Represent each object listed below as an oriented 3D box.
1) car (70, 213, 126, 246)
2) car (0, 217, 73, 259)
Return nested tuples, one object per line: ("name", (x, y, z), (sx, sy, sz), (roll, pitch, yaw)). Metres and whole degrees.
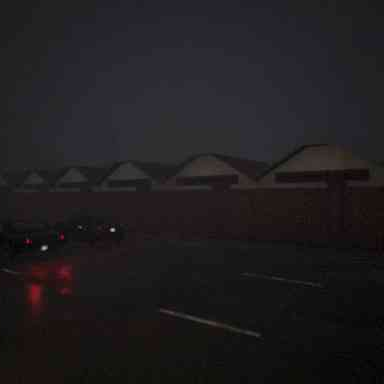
("car", (-5.211, 1.713, 16.214), (4.181, 1.385, 1.994), (-1, 0, 36))
("car", (-7.105, 1.747, 13.260), (4.718, 1.301, 1.895), (-1, 0, 36))
